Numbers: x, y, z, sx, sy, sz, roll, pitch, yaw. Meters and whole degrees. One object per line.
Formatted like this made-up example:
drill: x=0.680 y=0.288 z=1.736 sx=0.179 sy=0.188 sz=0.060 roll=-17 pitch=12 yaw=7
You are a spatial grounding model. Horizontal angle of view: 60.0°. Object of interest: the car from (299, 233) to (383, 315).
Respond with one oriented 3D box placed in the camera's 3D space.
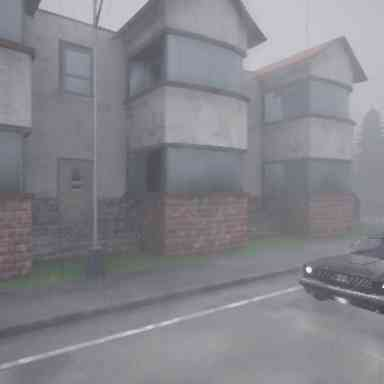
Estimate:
car: x=4.444 y=1.599 z=7.139 sx=4.718 sy=1.301 sz=1.895 roll=0 pitch=0 yaw=-35
